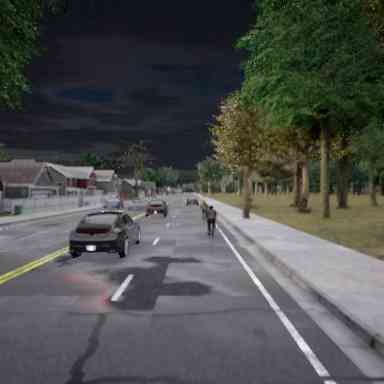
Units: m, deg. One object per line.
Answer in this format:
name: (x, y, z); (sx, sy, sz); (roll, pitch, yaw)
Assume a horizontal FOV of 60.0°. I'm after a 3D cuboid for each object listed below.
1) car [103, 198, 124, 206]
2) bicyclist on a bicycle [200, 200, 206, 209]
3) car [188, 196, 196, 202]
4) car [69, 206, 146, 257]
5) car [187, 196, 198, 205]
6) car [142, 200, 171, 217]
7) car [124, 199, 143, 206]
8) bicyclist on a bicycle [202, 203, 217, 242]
car: (-9.842, 1.501, 42.161); (1.812, 1.442, 4.674); (0, 0, 0)
bicyclist on a bicycle: (0.894, 1.435, 24.226); (0.582, 1.620, 1.656); (0, 0, 0)
car: (-0.008, 1.561, 74.396); (1.895, 1.301, 4.718); (0, 0, 0)
car: (-3.150, 1.495, 12.795); (1.837, 1.490, 4.892); (0, 0, 0)
car: (0.084, 1.499, 56.792); (1.812, 1.442, 4.674); (0, 0, 0)
car: (-3.153, 1.483, 31.046); (1.837, 1.490, 4.892); (0, 0, 0)
car: (-6.596, 1.577, 40.664); (1.895, 1.301, 4.718); (0, 0, 0)
bicyclist on a bicycle: (0.895, 1.441, 15.222); (0.582, 1.620, 1.656); (0, 0, 0)
